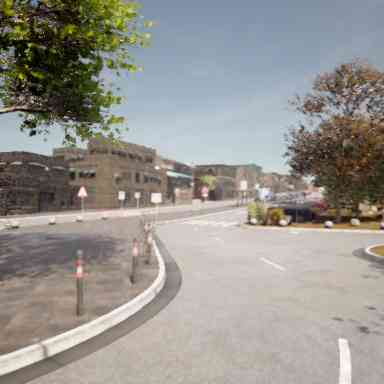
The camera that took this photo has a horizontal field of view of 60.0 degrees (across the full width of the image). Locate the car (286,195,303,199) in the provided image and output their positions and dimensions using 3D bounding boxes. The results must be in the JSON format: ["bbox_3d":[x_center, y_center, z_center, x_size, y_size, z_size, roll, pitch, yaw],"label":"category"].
[{"bbox_3d":[21.577,1.904,68.940,2.033,1.411,5.357,0,0,27],"label":"car"}]

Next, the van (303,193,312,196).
[{"bbox_3d":[22.567,1.668,59.304,4.442,1.987,1.878,0,0,27],"label":"van"}]

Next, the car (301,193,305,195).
[{"bbox_3d":[30.148,1.682,86.116,2.128,1.511,4.902,0,0,27],"label":"car"}]

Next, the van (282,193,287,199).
[{"bbox_3d":[21.677,1.502,86.791,4.442,1.987,1.878,0,0,27],"label":"van"}]

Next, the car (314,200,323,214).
[{"bbox_3d":[12.379,2.140,39.578,5.366,1.575,1.946,0,0,27],"label":"car"}]

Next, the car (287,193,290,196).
[{"bbox_3d":[22.823,1.698,89.355,5.008,1.535,2.097,0,0,27],"label":"car"}]

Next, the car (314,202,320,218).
[{"bbox_3d":[11.331,2.203,36.998,4.792,1.488,2.163,0,0,27],"label":"car"}]

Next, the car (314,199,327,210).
[{"bbox_3d":[15.019,2.080,44.462,4.892,1.521,2.231,0,0,27],"label":"car"}]

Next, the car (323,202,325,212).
[{"bbox_3d":[13.811,2.139,41.964,4.792,1.488,2.163,0,0,27],"label":"car"}]

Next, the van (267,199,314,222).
[{"bbox_3d":[9.958,1.981,34.580,4.442,1.987,1.878,0,0,27],"label":"van"}]

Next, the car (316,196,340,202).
[{"bbox_3d":[32.391,1.656,79.218,5.008,1.535,2.097,0,0,27],"label":"car"}]

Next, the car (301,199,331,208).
[{"bbox_3d":[21.224,1.965,56.877,4.674,1.452,2.002,0,0,27],"label":"car"}]

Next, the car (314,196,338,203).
[{"bbox_3d":[29.912,1.717,74.251,4.892,1.521,2.231,0,0,27],"label":"car"}]

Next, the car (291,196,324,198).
[{"bbox_3d":[17.532,1.890,49.410,4.553,1.767,2.185,0,0,27],"label":"car"}]

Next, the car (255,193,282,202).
[{"bbox_3d":[17.789,1.568,79.332,5.566,2.045,2.435,0,0,27],"label":"car"}]

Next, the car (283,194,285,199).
[{"bbox_3d":[20.325,1.799,84.336,4.674,1.452,2.002,0,0,27],"label":"car"}]

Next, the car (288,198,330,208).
[{"bbox_3d":[16.270,2.047,46.939,5.008,1.535,2.097,0,0,27],"label":"car"}]
